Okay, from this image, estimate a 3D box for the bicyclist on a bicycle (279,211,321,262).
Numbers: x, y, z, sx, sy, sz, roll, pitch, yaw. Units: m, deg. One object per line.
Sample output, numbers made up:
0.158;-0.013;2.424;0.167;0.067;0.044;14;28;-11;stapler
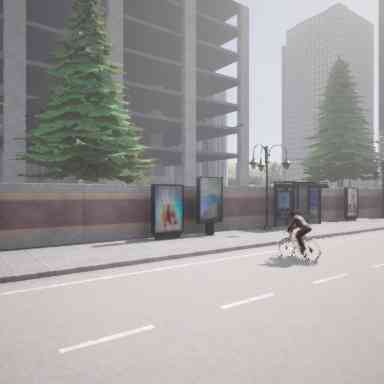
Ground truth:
3.542;1.455;11.109;0.582;1.620;1.656;0;-2;-36;bicyclist on a bicycle
